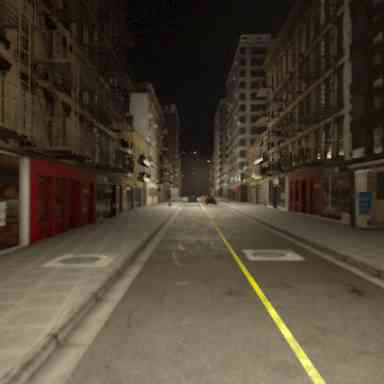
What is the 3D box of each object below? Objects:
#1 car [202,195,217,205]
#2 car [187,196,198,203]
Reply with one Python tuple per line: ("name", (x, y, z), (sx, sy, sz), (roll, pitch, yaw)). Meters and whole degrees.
("car", (3.200, 1.467, 58.466), (1.812, 1.442, 4.674), (0, 0, 0))
("car", (0.109, 1.479, 66.247), (1.994, 1.385, 4.181), (0, 0, 0))
